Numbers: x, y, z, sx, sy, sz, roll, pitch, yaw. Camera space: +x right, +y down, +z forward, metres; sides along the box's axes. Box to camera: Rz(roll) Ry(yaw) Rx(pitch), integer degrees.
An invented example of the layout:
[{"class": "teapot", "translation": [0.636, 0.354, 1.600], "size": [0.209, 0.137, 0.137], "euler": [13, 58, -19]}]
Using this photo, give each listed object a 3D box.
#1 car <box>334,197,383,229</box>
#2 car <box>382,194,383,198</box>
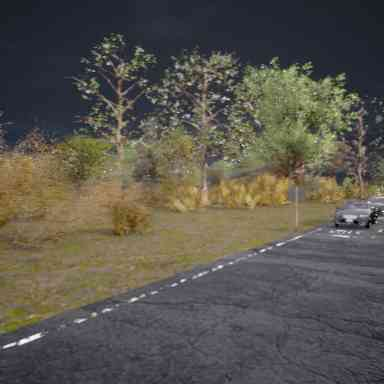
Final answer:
[{"class": "car", "translation": [10.022, 1.272, 20.216], "size": [2.128, 1.511, 4.902], "euler": [1, 1, 35]}, {"class": "car", "translation": [16.144, 1.197, 28.918], "size": [1.837, 1.490, 4.892], "euler": [1, 2, 35]}]
